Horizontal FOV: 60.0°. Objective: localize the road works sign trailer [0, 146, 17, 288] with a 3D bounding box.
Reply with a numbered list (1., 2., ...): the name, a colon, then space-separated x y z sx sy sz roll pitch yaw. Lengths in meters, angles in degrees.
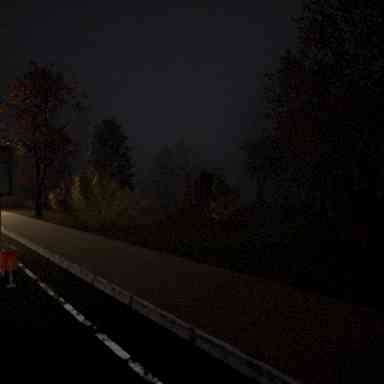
1. road works sign trailer: -5.952 0.499 8.463 2.380 3.560 2.880 0 0 -37
